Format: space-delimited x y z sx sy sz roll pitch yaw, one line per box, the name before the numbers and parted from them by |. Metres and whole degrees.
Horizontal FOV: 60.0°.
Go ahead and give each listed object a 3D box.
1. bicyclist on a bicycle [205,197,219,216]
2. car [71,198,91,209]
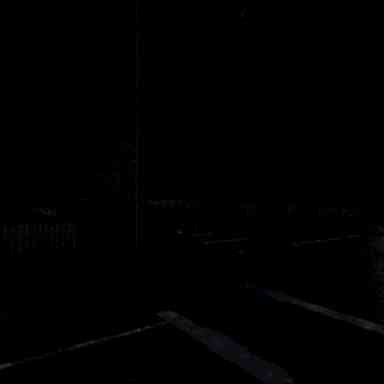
bicyclist on a bicycle | 1.737 1.301 29.023 1.656 1.620 0.582 0 0 -36
car | -15.394 1.529 46.385 1.812 1.442 4.674 0 0 -32
